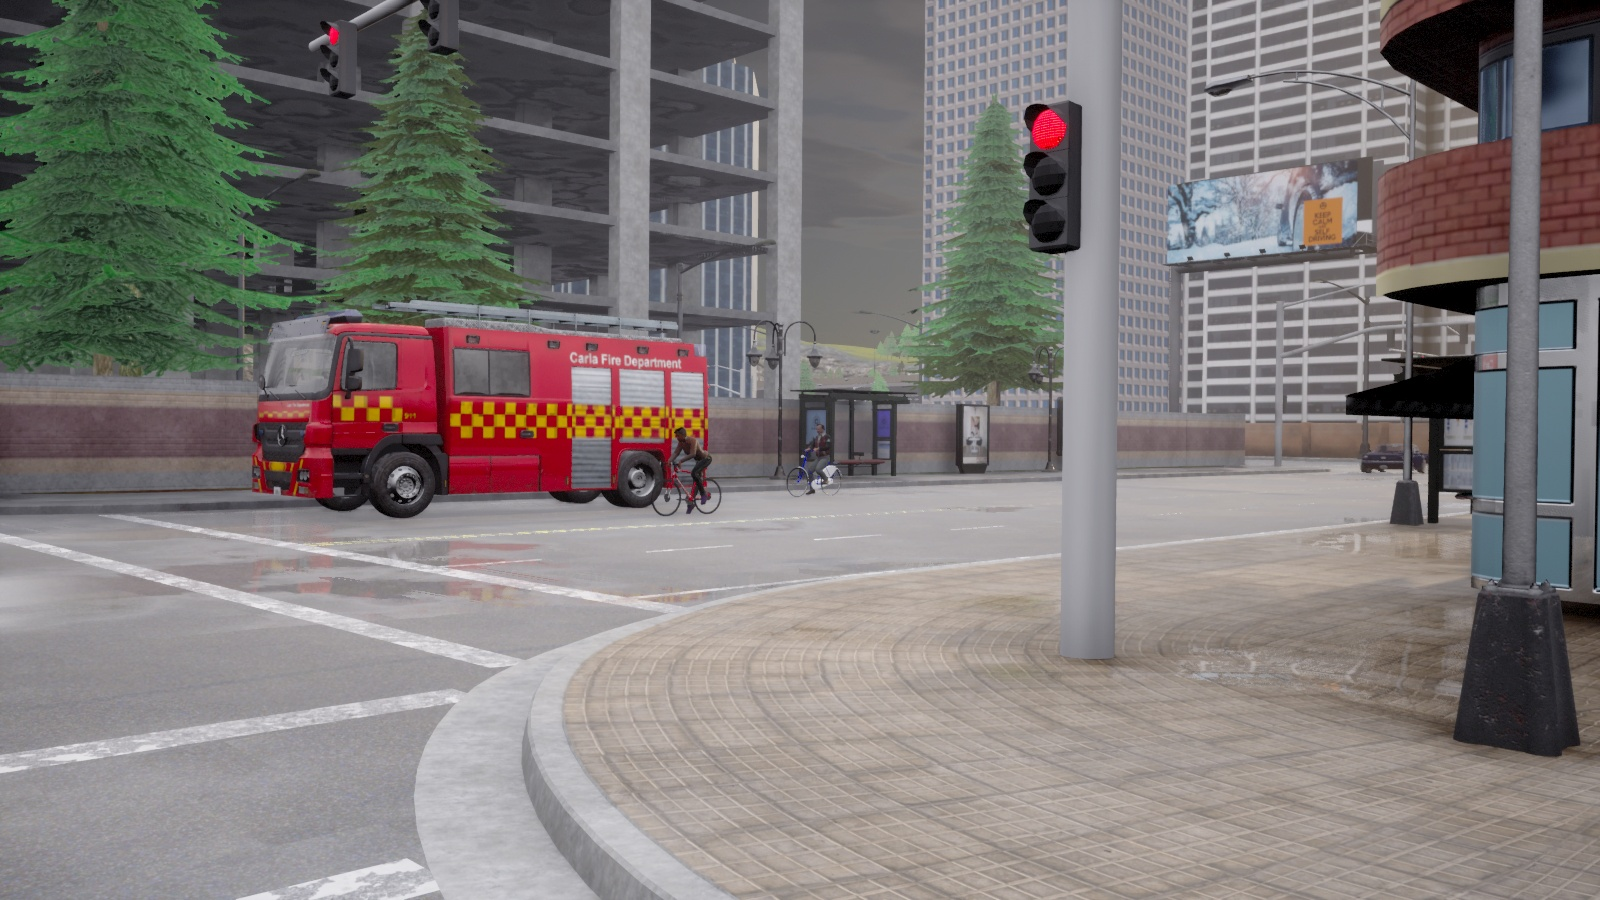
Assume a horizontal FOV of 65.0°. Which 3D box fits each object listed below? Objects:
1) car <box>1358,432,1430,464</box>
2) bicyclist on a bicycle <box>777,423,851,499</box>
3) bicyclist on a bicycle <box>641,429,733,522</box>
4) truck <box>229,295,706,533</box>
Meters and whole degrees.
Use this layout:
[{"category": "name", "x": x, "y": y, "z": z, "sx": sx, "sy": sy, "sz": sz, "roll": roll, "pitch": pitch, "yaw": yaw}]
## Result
[{"category": "car", "x": 25.802, "y": -0.090, "z": 54.483, "sx": 1.895, "sy": 1.301, "sz": 4.718, "roll": 0, "pitch": 1, "yaw": 37}, {"category": "bicyclist on a bicycle", "x": 0.346, "y": 0.242, "z": 30.206, "sx": 1.843, "sy": 1.776, "sz": 0.659, "roll": -1, "pitch": 1, "yaw": -44}, {"category": "bicyclist on a bicycle", "x": -2.060, "y": 0.443, "z": 23.091, "sx": 1.656, "sy": 1.620, "sz": 0.582, "roll": -2, "pitch": 1, "yaw": -44}, {"category": "truck", "x": -6.031, "y": -0.653, "z": 24.140, "sx": 8.468, "sy": 3.827, "sz": 2.891, "roll": -1, "pitch": 1, "yaw": -44}]
